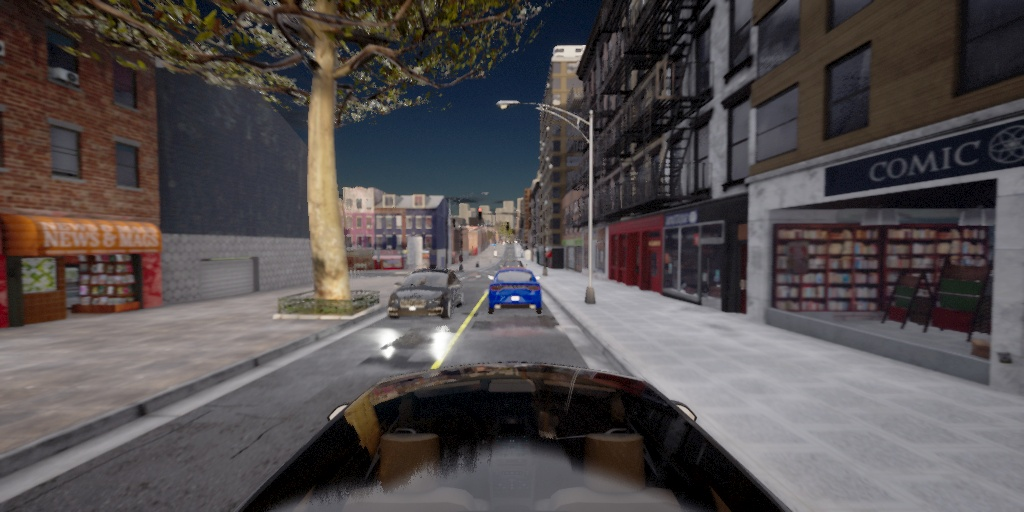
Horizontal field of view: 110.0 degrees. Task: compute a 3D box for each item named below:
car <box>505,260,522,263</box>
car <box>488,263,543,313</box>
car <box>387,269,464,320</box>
[{"bbox_3d":[0.096,1.110,28.353,2.097,1.767,4.553,0,0,0],"label":"car"},{"bbox_3d":[0.105,1.217,14.073,1.882,1.535,5.008,0,0,0],"label":"car"},{"bbox_3d":[-2.836,1.243,12.660,1.837,1.490,4.892,0,0,0],"label":"car"}]
